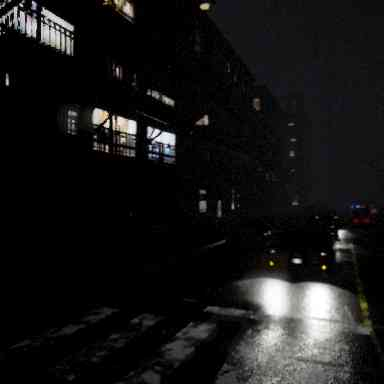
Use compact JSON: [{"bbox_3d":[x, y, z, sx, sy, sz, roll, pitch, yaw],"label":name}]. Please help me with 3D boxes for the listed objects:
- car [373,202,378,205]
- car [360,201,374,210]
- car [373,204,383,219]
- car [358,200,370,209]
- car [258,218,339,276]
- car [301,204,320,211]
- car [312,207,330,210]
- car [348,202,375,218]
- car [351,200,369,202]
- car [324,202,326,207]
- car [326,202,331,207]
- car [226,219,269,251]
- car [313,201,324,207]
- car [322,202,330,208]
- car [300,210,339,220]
[{"bbox_3d":[26.685,2.496,47.917,1.752,1.417,4.829,-2,-2,24],"label":"car"},{"bbox_3d":[35.832,2.709,68.187,2.192,1.841,5.009,-2,-2,24],"label":"car"},{"bbox_3d":[22.006,2.336,37.551,1.802,1.307,4.206,-2,-2,24],"label":"car"},{"bbox_3d":[40.443,2.923,78.396,2.192,1.841,5.009,-2,-2,24],"label":"car"},{"bbox_3d":[3.805,1.815,11.301,1.994,1.385,4.181,-1,-2,24],"label":"car"},{"bbox_3d":[14.410,2.471,41.010,1.802,1.307,4.206,-2,-2,24],"label":"car"},{"bbox_3d":[12.040,2.231,29.504,1.895,1.301,4.718,-1,-2,24],"label":"car"},{"bbox_3d":[20.146,2.310,39.705,2.128,1.511,4.902,-1,-2,24],"label":"car"},{"bbox_3d":[24.297,2.233,48.913,2.150,2.045,5.566,-1,-1,24],"label":"car"},{"bbox_3d":[19.020,2.653,51.220,2.008,1.369,4.403,-2,-2,24],"label":"car"},{"bbox_3d":[25.910,2.738,66.550,2.192,1.841,5.009,-2,-2,24],"label":"car"},{"bbox_3d":[2.883,1.940,15.486,1.802,1.307,4.206,-2,-2,24],"label":"car"},{"bbox_3d":[16.713,2.436,46.118,1.967,1.590,4.097,-2,-2,24],"label":"car"},{"bbox_3d":[35.128,3.433,86.965,1.802,1.307,4.206,-2,-2,24],"label":"car"},{"bbox_3d":[7.905,2.004,20.372,1.994,1.385,4.181,-1,-2,24],"label":"car"}]
